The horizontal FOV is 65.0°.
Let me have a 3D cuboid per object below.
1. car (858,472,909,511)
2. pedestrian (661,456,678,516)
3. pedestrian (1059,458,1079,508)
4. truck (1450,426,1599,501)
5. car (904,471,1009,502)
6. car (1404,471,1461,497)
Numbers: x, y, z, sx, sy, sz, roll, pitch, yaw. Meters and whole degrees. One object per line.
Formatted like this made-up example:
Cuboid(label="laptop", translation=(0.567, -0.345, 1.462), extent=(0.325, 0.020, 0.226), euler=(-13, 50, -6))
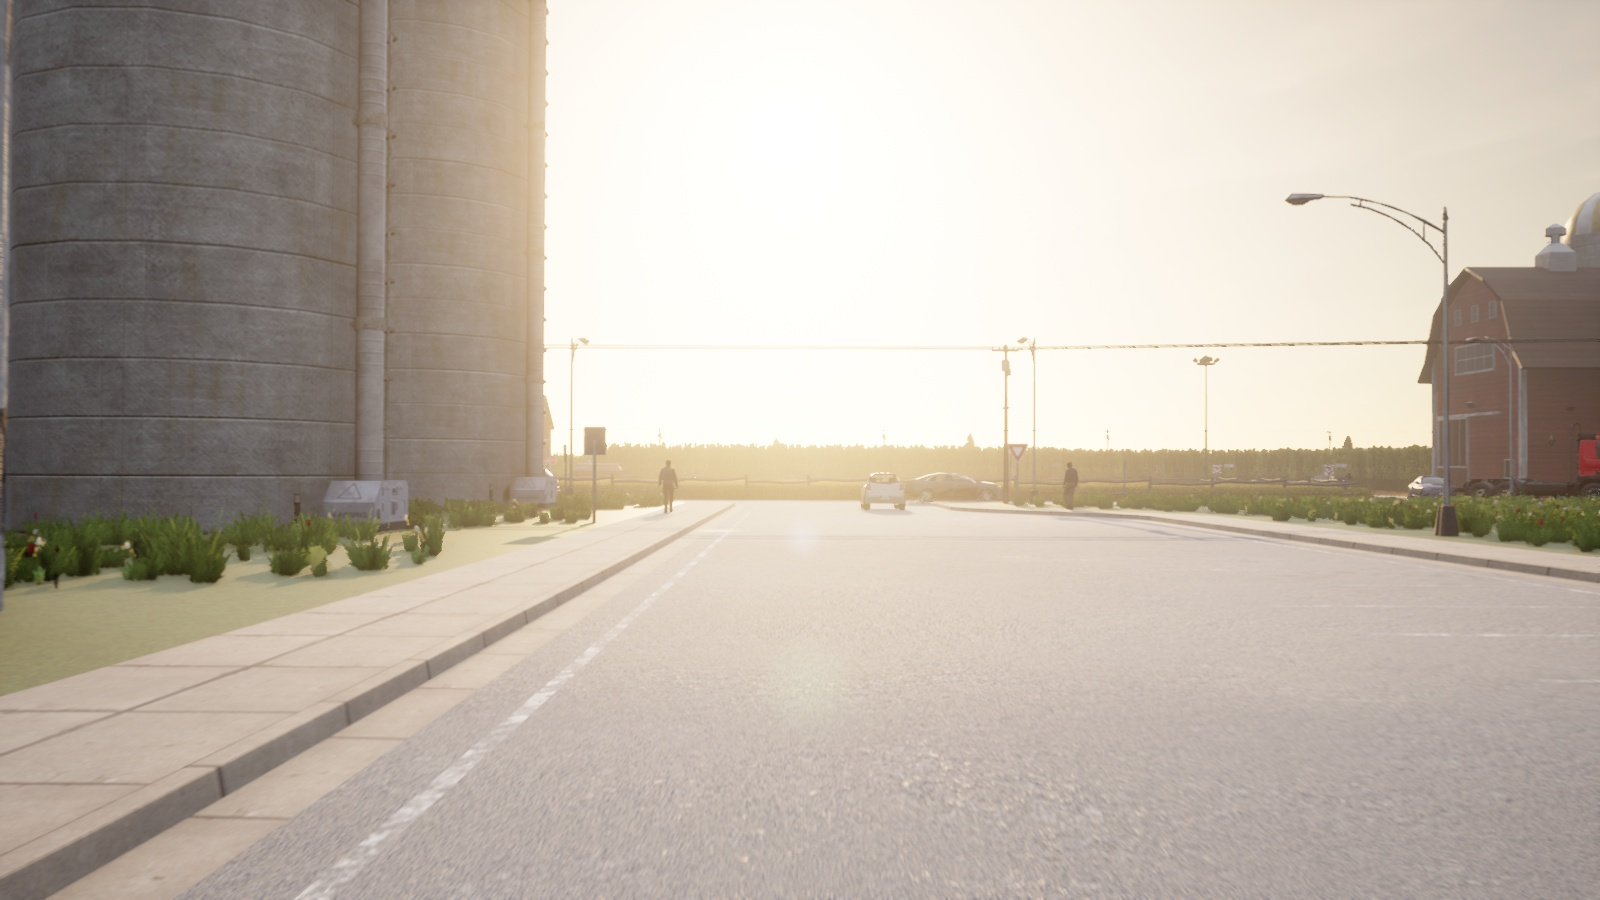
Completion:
Cuboid(label="car", translation=(3.378, 1.678, 51.535), extent=(1.845, 1.501, 3.633), euler=(0, -1, 0))
Cuboid(label="pedestrian", translation=(-4.324, 1.184, 41.610), extent=(0.423, 1.949, 0.788), euler=(0, -1, 5))
Cuboid(label="pedestrian", translation=(9.971, 1.209, 46.511), extent=(0.370, 1.835, 0.726), euler=(0, -1, -20))
Cuboid(label="truck", translation=(36.044, 0.675, 60.387), extent=(2.891, 3.462, 7.936), euler=(0, -1, -38))
Cuboid(label="car", translation=(7.617, 1.770, 61.526), extent=(4.902, 1.511, 2.128), euler=(0, -1, 1))
Cuboid(label="car", translation=(35.513, 1.880, 70.604), extent=(1.812, 1.442, 4.674), euler=(0, -1, 14))
